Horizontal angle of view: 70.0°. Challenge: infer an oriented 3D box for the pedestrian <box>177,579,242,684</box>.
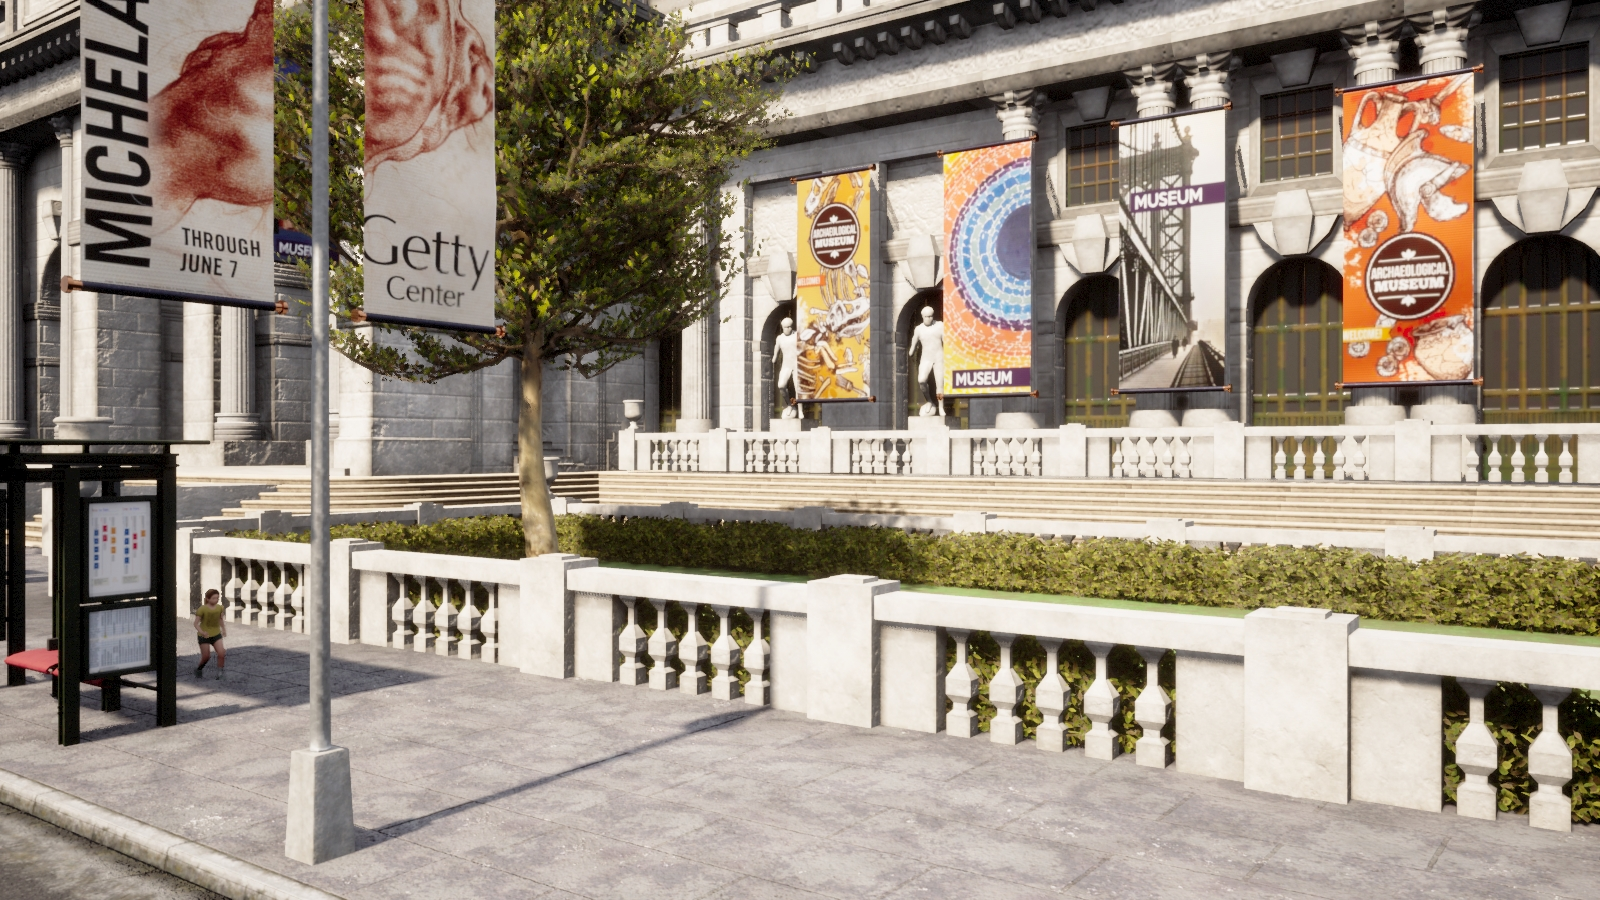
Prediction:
[{"bbox_3d":[-6.795,2.071,13.148,0.500,1.100,0.500,0,0,38],"label":"pedestrian"}]
